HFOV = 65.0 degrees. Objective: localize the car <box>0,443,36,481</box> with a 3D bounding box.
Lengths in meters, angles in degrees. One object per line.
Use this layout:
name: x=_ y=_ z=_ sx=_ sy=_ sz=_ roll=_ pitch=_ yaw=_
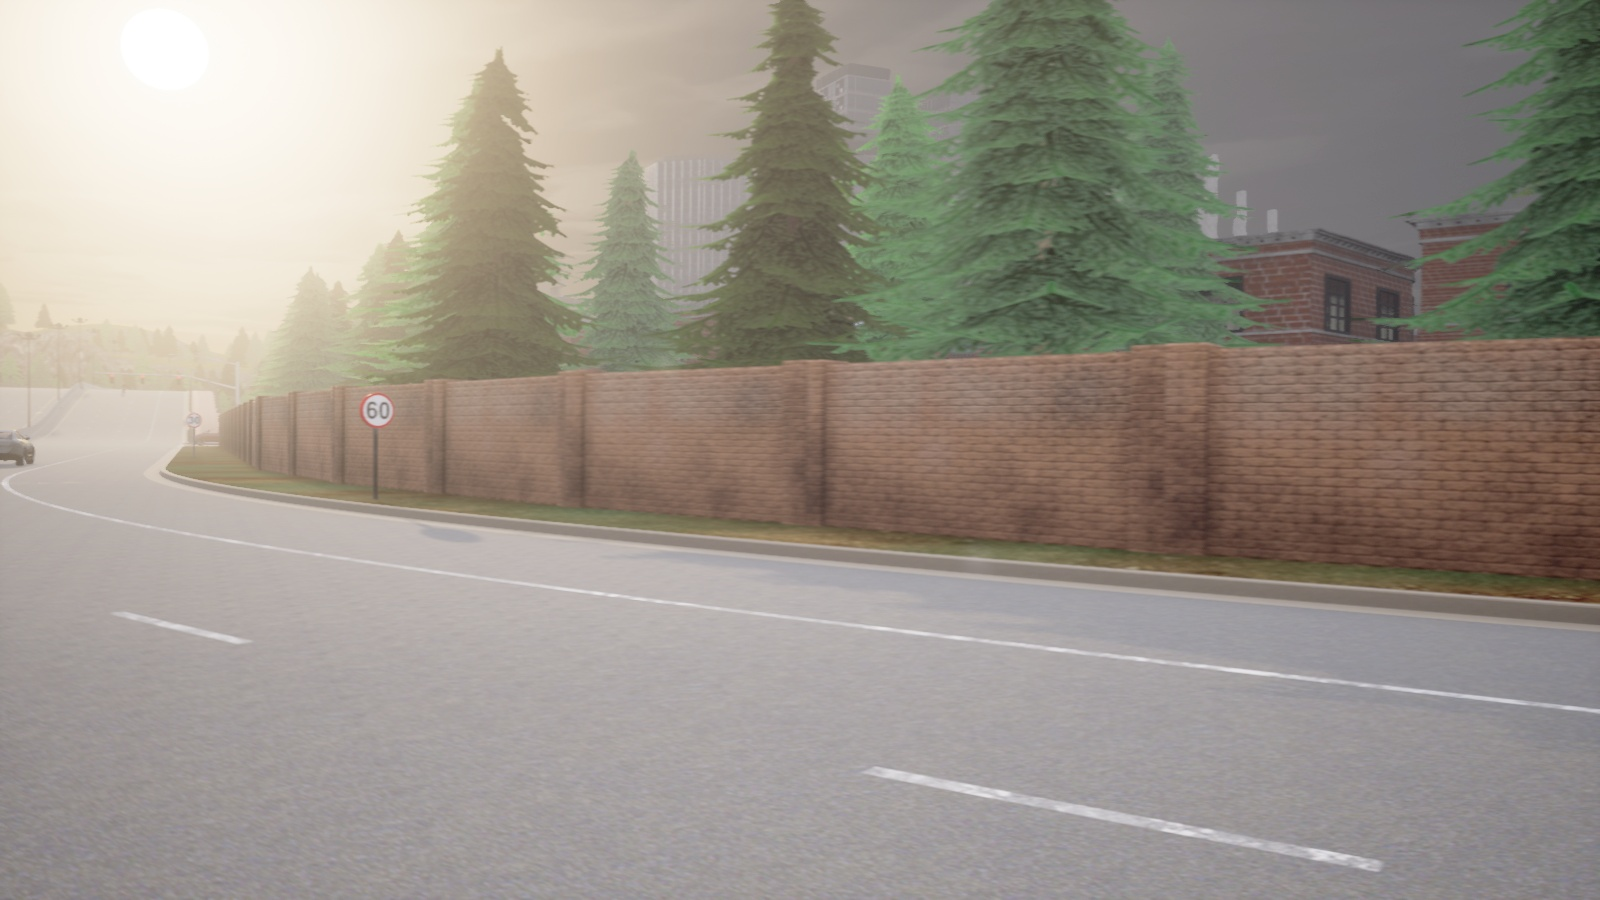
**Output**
car: x=-30.949 y=0.446 z=48.576 sx=1.994 sy=1.385 sz=4.181 roll=-1 pitch=1 yaw=-26
